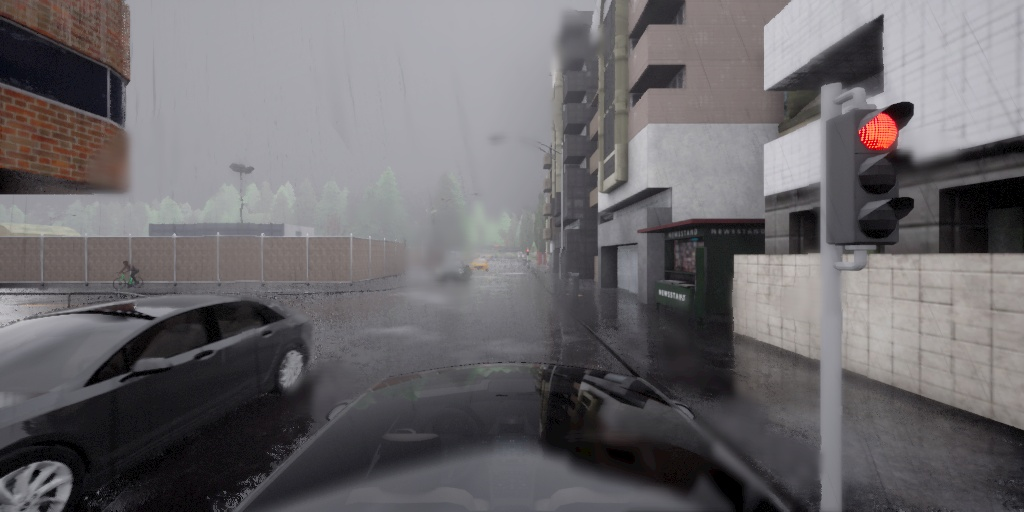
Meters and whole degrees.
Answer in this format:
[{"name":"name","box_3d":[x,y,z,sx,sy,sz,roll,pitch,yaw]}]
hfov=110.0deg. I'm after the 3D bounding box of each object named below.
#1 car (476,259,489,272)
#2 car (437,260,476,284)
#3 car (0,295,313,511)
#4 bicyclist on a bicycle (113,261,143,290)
[{"name":"car","box_3d":[-4.086,1.227,47.052,1.882,1.535,5.008,0,0,0]},{"name":"car","box_3d":[-4.156,1.102,26.634,2.097,1.767,4.553,0,0,1]},{"name":"car","box_3d":[-4.101,1.255,3.819,1.837,1.490,4.892,0,0,0]},{"name":"bicyclist on a bicycle","box_3d":[-22.184,1.099,20.738,0.582,1.620,1.656,0,0,0]}]
